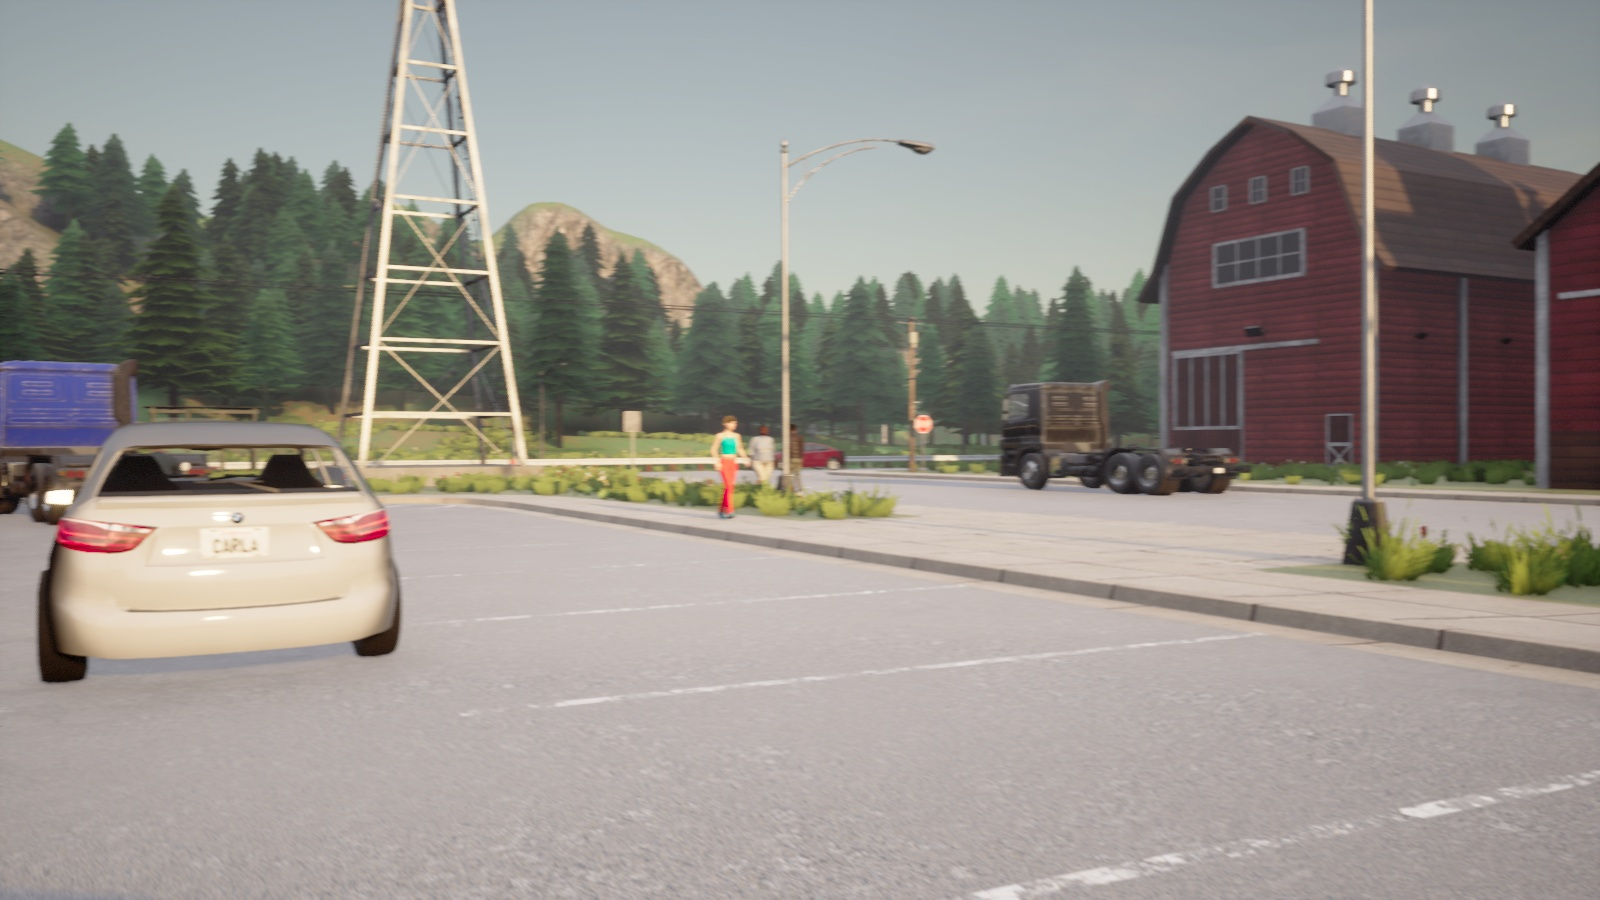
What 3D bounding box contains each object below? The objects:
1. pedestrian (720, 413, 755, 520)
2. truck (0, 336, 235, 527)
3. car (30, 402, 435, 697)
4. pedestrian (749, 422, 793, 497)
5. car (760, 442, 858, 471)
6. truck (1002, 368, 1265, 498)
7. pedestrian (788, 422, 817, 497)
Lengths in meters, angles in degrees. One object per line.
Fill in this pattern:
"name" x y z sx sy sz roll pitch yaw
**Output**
"pedestrian" -1.092 0.282 21.986 0.345 1.836 0.594 0 0 -36
"truck" -14.851 -0.351 26.652 2.891 3.462 7.936 0 0 -42
"car" -4.471 0.547 9.643 2.242 1.667 4.611 0 0 -29
"pedestrian" -0.720 0.230 31.316 0.874 1.855 0.900 0 0 -17
"car" 0.513 0.346 67.935 5.008 1.535 1.882 0 0 -28
"truck" 9.687 -0.465 37.563 2.891 3.462 7.936 0 0 -29
"pedestrian" 0.063 0.230 31.000 0.431 1.840 0.703 0 0 -26
